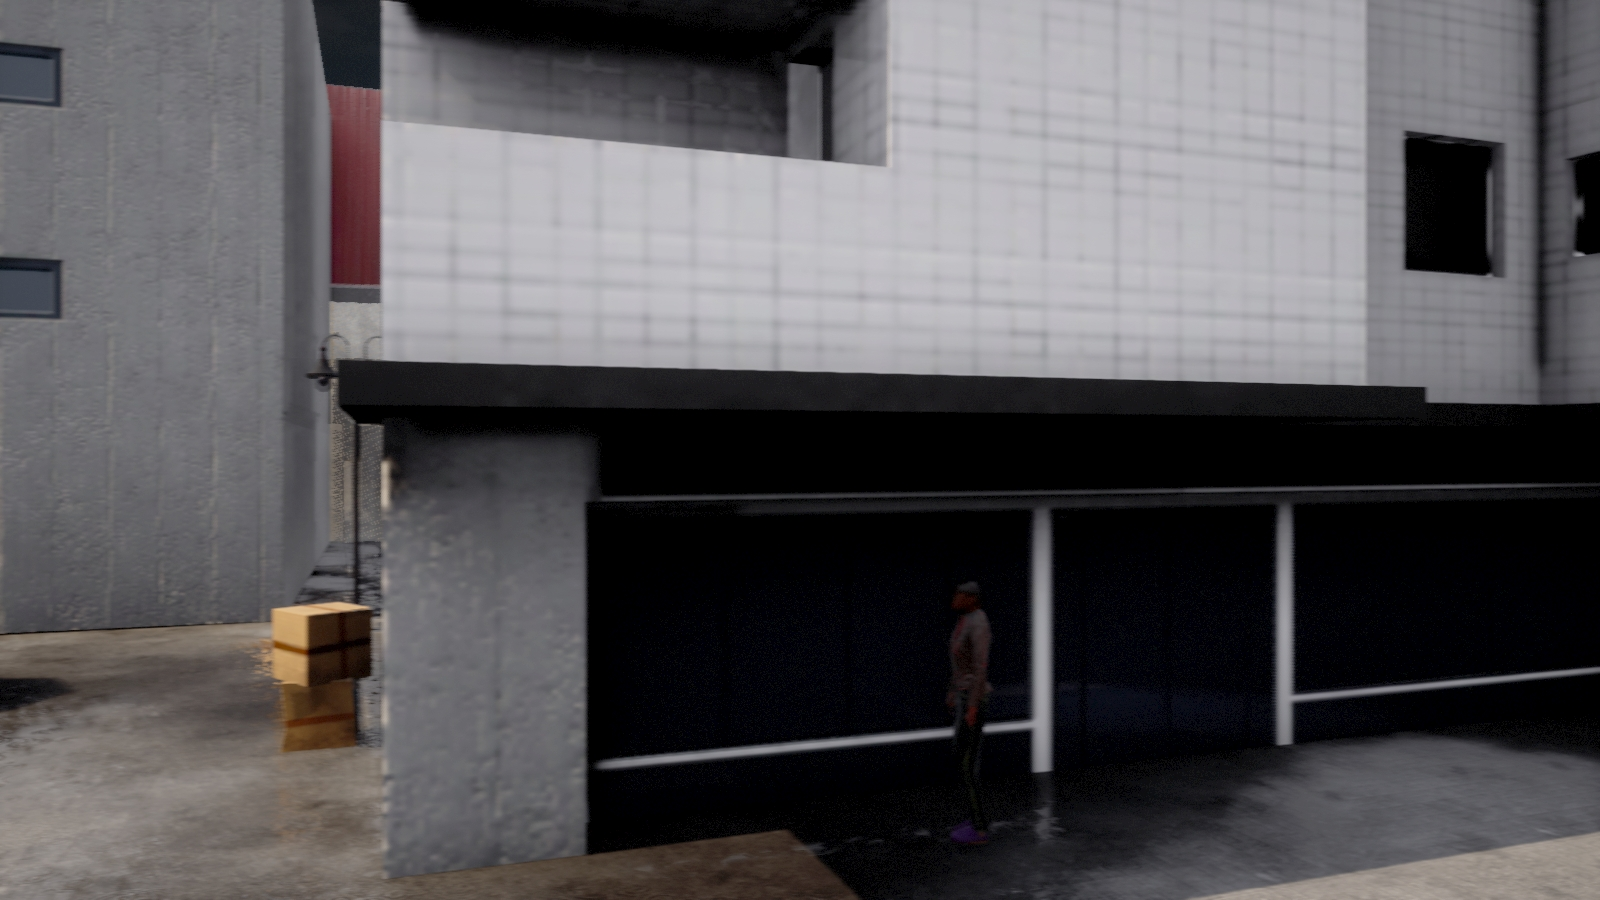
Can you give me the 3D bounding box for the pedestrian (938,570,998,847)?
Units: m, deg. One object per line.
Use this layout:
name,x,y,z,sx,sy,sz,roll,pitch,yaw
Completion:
pedestrian,1.176,1.790,8.014,0.375,1.860,0.375,0,0,2
